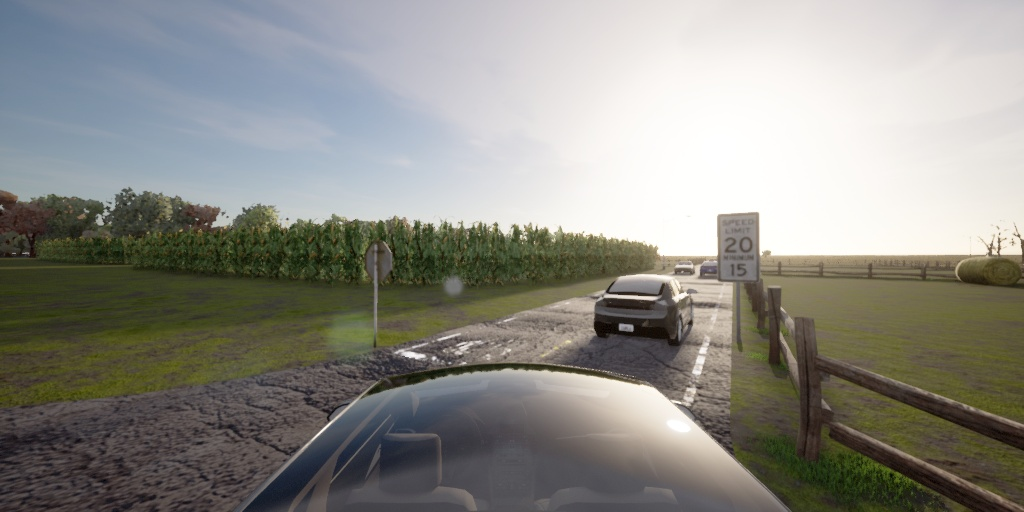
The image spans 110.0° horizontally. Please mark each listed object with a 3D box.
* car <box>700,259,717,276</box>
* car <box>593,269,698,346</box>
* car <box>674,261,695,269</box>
[{"bbox_3d":[20.173,1.227,36.224,1.882,1.535,5.008,0,0,32],"label":"car"},{"bbox_3d":[3.659,1.255,9.571,1.837,1.490,4.892,0,0,32],"label":"car"},{"bbox_3d":[19.807,1.312,40.971,2.033,1.411,5.357,0,0,32],"label":"car"}]
